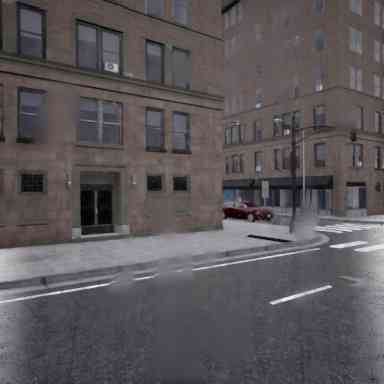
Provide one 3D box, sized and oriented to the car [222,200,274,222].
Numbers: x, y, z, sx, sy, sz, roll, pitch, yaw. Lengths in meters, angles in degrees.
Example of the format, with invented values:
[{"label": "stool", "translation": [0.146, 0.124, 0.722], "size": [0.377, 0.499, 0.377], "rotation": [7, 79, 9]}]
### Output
[{"label": "car", "translation": [3.986, 1.410, 25.541], "size": [1.882, 1.535, 5.008], "rotation": [-1, 1, -35]}]
